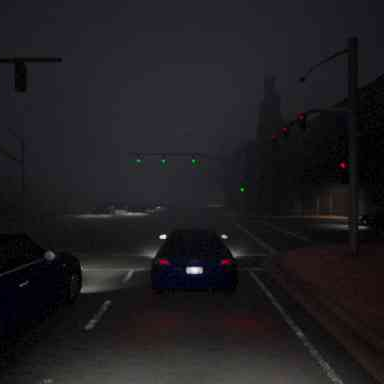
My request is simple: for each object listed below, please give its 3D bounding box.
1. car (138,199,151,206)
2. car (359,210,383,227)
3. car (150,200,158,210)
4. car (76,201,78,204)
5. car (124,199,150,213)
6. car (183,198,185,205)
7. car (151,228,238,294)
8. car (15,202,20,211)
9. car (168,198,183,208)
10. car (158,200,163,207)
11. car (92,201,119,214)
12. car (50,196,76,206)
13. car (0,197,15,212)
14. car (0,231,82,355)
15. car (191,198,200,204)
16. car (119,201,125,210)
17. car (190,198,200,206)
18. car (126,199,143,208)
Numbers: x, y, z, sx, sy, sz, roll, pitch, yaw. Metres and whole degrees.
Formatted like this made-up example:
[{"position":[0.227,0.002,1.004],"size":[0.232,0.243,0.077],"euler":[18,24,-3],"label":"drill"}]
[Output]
[{"position":[-9.929,2.231,69.574],"size":[1.994,1.385,4.181],"euler":[0,-1,2],"label":"car"},{"position":[15.246,1.787,24.249],"size":[5.357,1.411,2.033],"euler":[0,-1,0],"label":"car"},{"position":[-6.951,2.043,52.657],"size":[1.812,1.442,4.674],"euler":[0,-1,2],"label":"car"},{"position":[-24.911,2.046,66.358],"size":[3.806,1.475,1.970],"euler":[0,-1,0],"label":"car"},{"position":[-7.161,1.995,43.896],"size":[1.994,1.385,4.181],"euler":[0,-1,2],"label":"car"},{"position":[-2.623,2.296,81.019],"size":[1.837,1.490,4.892],"euler":[0,-1,2],"label":"car"},{"position":[0.052,1.653,9.031],"size":[1.994,1.385,4.181],"euler":[0,-1,0],"label":"car"},{"position":[-24.904,1.586,43.842],"size":[3.866,1.878,1.905],"euler":[0,-1,0],"label":"car"},{"position":[-3.109,2.142,58.896],"size":[1.994,1.385,4.181],"euler":[0,-1,2],"label":"car"},{"position":[-6.663,2.178,62.571],"size":[1.994,1.385,4.181],"euler":[0,-1,1],"label":"car"},{"position":[-10.726,1.904,40.688],"size":[1.837,1.490,4.892],"euler":[0,-1,1],"label":"car"},{"position":[-24.924,1.778,63.465],"size":[3.866,1.878,1.905],"euler":[0,-1,0],"label":"car"},{"position":[-24.961,1.555,40.948],"size":[4.605,1.855,1.932],"euler":[0,-1,0],"label":"car"},{"position":[-3.434,1.406,5.381],"size":[2.097,1.767,4.553],"euler":[0,-1,0],"label":"car"},{"position":[0.879,2.191,81.074],"size":[1.882,1.535,5.008],"euler":[0,-1,2],"label":"car"},{"position":[-10.517,2.051,49.596],"size":[1.994,1.385,4.181],"euler":[0,-1,4],"label":"car"},{"position":[0.598,2.227,70.428],"size":[2.033,1.411,5.357],"euler":[0,-1,2],"label":"car"},{"position":[-10.258,2.076,59.533],"size":[2.128,1.511,4.902],"euler":[0,-1,2],"label":"car"}]
